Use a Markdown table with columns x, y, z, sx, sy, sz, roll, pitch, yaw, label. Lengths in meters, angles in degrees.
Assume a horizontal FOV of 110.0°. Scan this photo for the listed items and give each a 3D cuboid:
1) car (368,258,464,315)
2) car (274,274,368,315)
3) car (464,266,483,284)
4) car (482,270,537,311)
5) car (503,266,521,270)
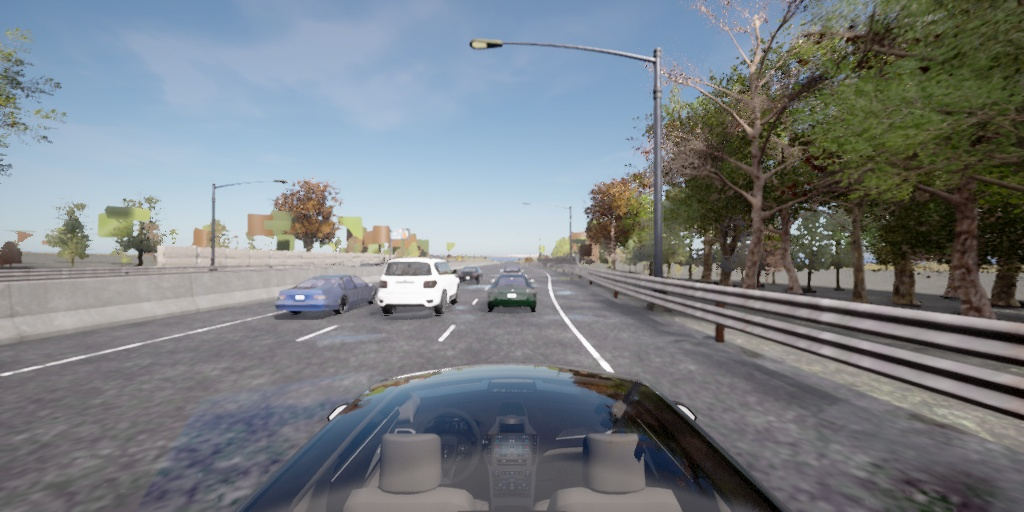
| x | y | z | sx | sy | sz | roll | pitch | yaw | label |
| --- | --- | --- | --- | --- | --- | --- | --- | --- | --- |
| -3.495 | 1.116 | 14.410 | 2.150 | 2.045 | 5.566 | 0 | 0 | 0 | car |
| -6.994 | 1.437 | 14.347 | 2.033 | 1.411 | 5.357 | 0 | -1 | 0 | car |
| -3.483 | 1.604 | 30.739 | 1.812 | 1.442 | 4.674 | 0 | 0 | 1 | car |
| 0.018 | 1.466 | 15.345 | 1.994 | 1.385 | 4.181 | 0 | -1 | 1 | car |
| 0.012 | 1.567 | 30.347 | 2.128 | 1.511 | 4.902 | 0 | -1 | 1 | car |
